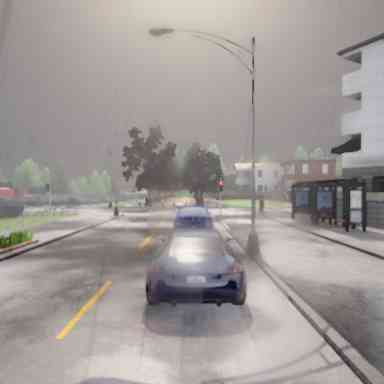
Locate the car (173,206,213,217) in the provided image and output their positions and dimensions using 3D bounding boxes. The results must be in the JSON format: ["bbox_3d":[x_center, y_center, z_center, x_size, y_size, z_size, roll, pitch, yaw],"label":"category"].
[{"bbox_3d":[0.070,1.432,16.983,1.882,1.535,5.008,0,0,0],"label":"car"}]

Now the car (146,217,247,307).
[{"bbox_3d":[0.085,1.542,8.001,1.994,1.385,4.181,0,0,0],"label":"car"}]
